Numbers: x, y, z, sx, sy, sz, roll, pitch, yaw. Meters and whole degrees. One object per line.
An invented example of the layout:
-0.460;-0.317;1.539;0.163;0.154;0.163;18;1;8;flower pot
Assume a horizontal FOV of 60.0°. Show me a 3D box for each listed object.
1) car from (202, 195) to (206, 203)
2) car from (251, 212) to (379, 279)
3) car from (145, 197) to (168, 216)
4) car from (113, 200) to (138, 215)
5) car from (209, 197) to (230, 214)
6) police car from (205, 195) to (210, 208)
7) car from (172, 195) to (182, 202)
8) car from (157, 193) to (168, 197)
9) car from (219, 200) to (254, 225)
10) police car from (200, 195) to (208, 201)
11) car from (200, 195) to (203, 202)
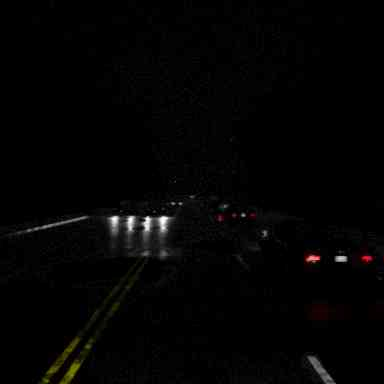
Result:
3.229;1.609;56.817;1.994;1.385;4.181;0;0;0;car
3.347;1.547;9.975;2.033;1.411;5.357;0;0;0;car
-3.358;1.510;32.178;1.837;1.490;4.892;0;0;0;car
-6.608;1.532;33.456;1.812;1.442;4.674;0;0;0;car
3.237;1.440;34.817;2.033;1.649;4.856;0;0;0;car
3.233;1.448;45.927;1.930;1.638;5.238;0;0;0;police car
-3.278;1.366;73.655;2.097;1.767;4.553;0;0;0;car
-6.528;1.318;74.771;2.150;2.045;5.566;0;0;0;car
3.341;1.549;23.968;2.033;1.411;5.357;0;0;1;car
3.216;1.657;89.821;2.038;1.542;4.974;0;0;0;police car
3.224;1.638;67.818;1.994;1.385;4.181;0;0;0;car
